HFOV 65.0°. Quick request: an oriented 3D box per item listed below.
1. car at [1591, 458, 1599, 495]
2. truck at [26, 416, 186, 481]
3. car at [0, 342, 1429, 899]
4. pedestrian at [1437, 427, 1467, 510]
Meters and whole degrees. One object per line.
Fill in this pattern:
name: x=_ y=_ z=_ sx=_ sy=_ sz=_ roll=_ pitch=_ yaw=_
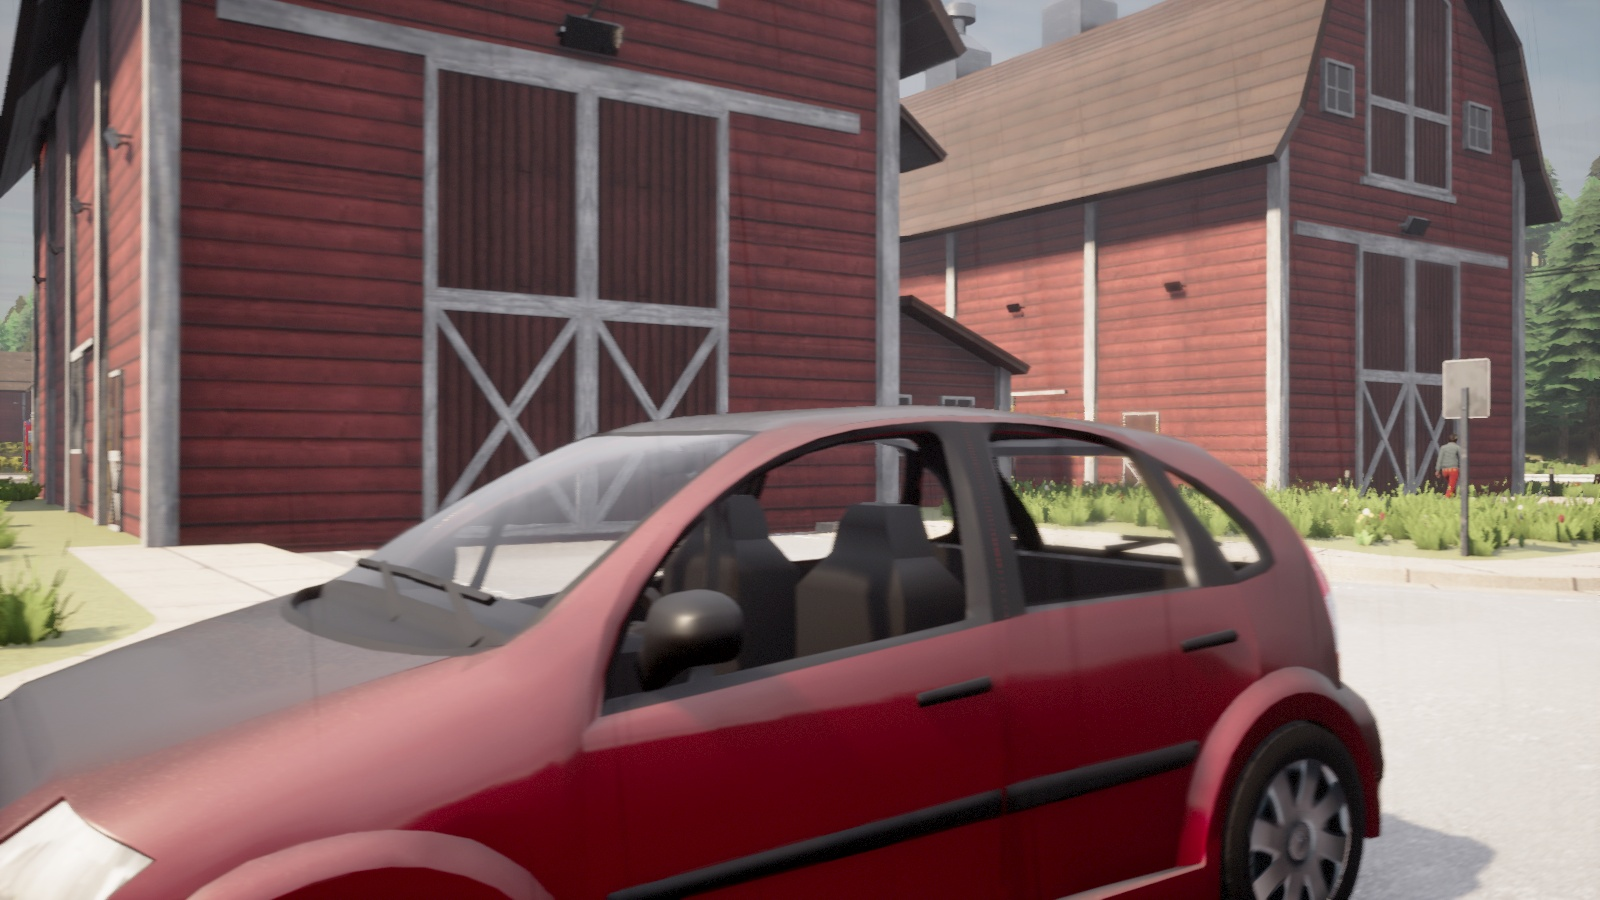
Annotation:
car: x=29.745 y=0.918 z=42.454 sx=1.895 sy=1.301 sz=4.718 roll=0 pitch=0 yaw=-34
truck: x=-42.895 y=-0.098 z=77.756 sx=8.468 sy=3.827 sz=2.891 roll=0 pitch=0 yaw=-35
car: x=-0.236 y=0.639 z=3.488 sx=3.988 sy=1.617 sz=1.851 roll=-1 pitch=0 yaw=-35
pedestrian: x=14.695 y=0.418 z=28.295 sx=0.614 sy=1.847 sz=0.353 roll=0 pitch=0 yaw=-36
